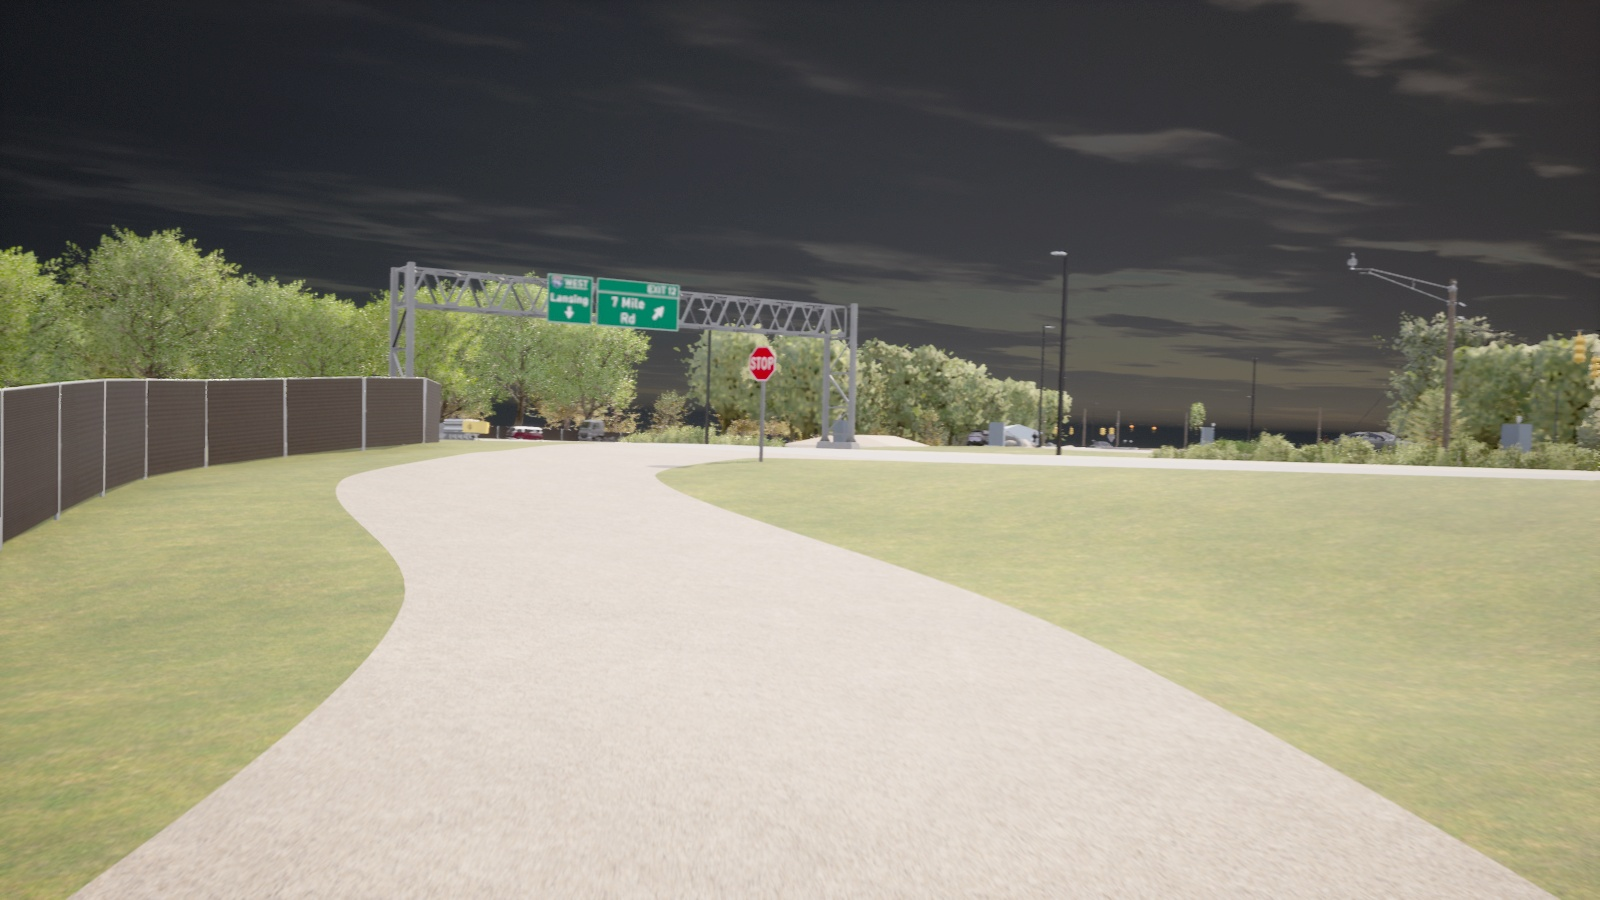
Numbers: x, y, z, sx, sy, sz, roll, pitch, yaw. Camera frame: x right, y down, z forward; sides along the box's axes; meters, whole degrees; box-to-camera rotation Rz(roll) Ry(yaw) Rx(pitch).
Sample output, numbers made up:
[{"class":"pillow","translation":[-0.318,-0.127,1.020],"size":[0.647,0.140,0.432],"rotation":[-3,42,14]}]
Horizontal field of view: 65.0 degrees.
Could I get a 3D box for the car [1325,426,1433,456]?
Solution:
[{"class":"car","translation":[31.472,-0.506,68.337],"size":[2.128,1.511,4.902],"rotation":[0,1,-35]}]
